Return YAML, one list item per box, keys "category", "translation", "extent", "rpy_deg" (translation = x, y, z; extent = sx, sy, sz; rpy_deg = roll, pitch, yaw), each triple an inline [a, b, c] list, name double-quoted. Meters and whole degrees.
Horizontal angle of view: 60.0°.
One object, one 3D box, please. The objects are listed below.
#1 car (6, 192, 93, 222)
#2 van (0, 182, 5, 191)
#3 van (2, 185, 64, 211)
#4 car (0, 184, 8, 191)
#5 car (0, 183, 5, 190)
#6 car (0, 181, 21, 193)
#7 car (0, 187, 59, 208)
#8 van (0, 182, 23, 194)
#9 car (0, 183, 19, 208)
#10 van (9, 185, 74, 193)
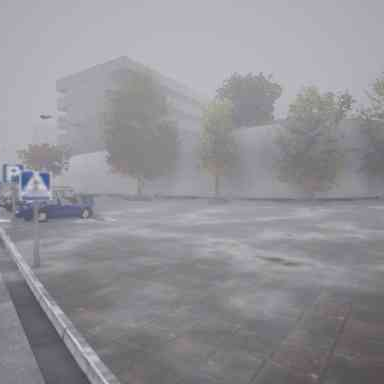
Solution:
- category: "car"
  translation: [-8.847, 1.018, 21.658]
  extent: [2.097, 1.535, 5.008]
  rpy_deg: [2, 2, 37]
- category: "van"
  translation: [-45.631, -1.357, 76.327]
  extent: [1.878, 1.987, 4.442]
  rpy_deg: [2, 1, 36]
- category: "van"
  translation: [-13.804, 0.463, 29.095]
  extent: [1.878, 1.987, 4.442]
  rpy_deg: [3, 2, 37]
- category: "car"
  translation: [-43.999, -1.078, 73.795]
  extent: [1.946, 1.575, 5.366]
  rpy_deg: [2, 1, 36]
- category: "car"
  translation: [-47.265, -1.304, 78.884]
  extent: [2.185, 1.767, 4.553]
  rpy_deg: [1, 0, 36]
- category: "car"
  translation: [-33.776, -0.865, 59.130]
  extent: [2.435, 2.045, 5.566]
  rpy_deg: [2, 1, 36]
- category: "car"
  translation: [-15.398, 0.453, 31.685]
  extent: [2.185, 1.767, 4.553]
  rpy_deg: [2, 2, 37]
- category: "van"
  translation: [-30.341, -0.637, 54.266]
  extent: [1.878, 1.987, 4.442]
  rpy_deg: [2, 1, 36]
- category: "car"
  translation: [-12.117, 0.548, 26.652]
  extent: [2.435, 2.045, 5.566]
  rpy_deg: [3, 2, 37]
- category: "van"
  translation: [-10.402, 0.683, 24.262]
  extent: [1.878, 1.987, 4.442]
  rpy_deg: [2, 2, 37]
